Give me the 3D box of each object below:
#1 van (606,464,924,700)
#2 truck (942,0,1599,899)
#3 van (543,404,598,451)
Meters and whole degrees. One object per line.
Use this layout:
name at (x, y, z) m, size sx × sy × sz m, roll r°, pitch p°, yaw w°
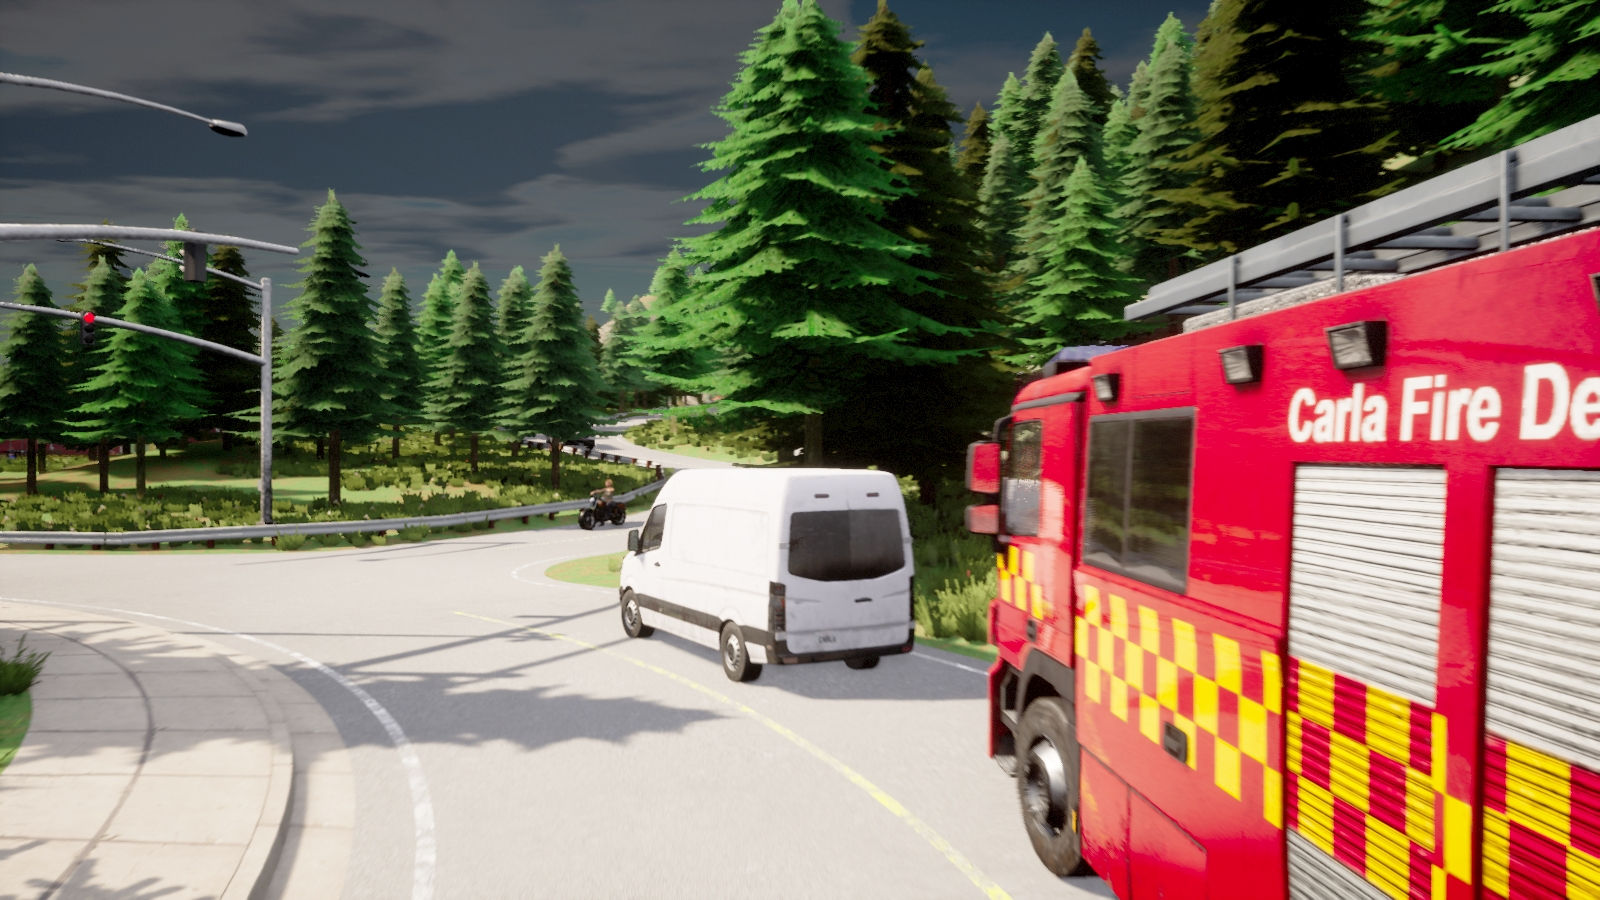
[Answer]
van at (-0.785, 1.508, 15.798) m, size 1.988 × 2.561 × 5.915 m, roll 0°, pitch 0°, yaw -28°
truck at (2.871, 0.862, 5.362) m, size 2.891 × 3.827 × 8.468 m, roll 0°, pitch 0°, yaw -3°
van at (-14.519, -1.471, 71.925) m, size 1.988 × 2.561 × 5.915 m, roll 0°, pitch 5°, yaw -25°
